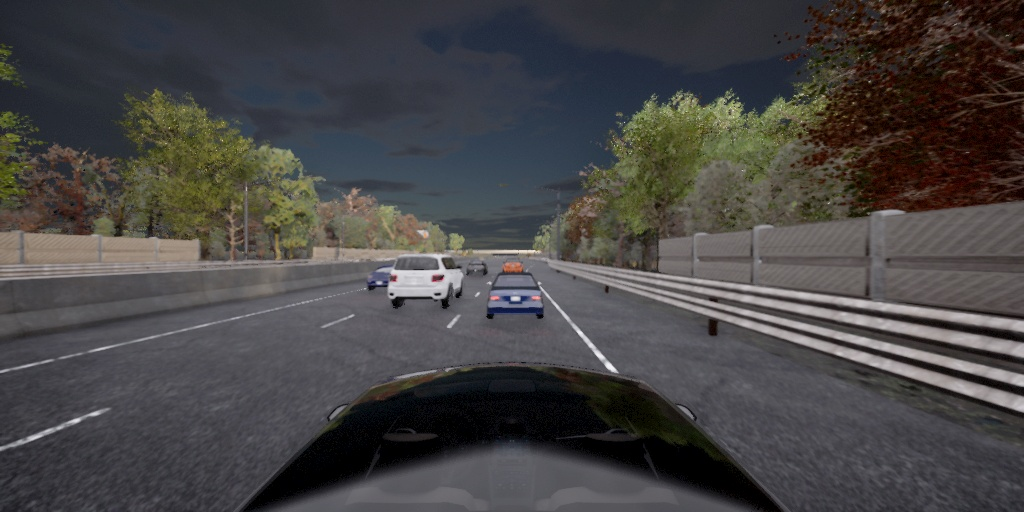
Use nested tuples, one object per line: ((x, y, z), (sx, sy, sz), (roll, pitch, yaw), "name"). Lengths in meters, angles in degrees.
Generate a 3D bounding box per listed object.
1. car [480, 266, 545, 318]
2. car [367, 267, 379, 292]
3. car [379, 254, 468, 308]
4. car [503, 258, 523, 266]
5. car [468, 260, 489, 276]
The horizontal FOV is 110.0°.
((0.102, 1.267, 12.789), (2.033, 1.411, 5.357), (0, 0, 0), "car")
((-6.896, 1.224, 20.938), (1.812, 1.442, 4.674), (0, 0, 0), "car")
((-3.403, 0.935, 15.126), (2.150, 2.045, 5.566), (0, 0, 0), "car")
((0.100, 1.013, 37.961), (2.097, 1.767, 4.553), (0, 0, 0), "car")
((-3.400, 1.156, 35.972), (2.128, 1.511, 4.902), (0, 0, 0), "car")
